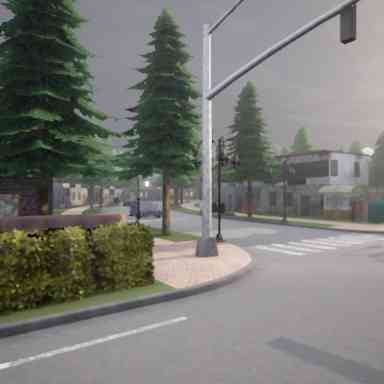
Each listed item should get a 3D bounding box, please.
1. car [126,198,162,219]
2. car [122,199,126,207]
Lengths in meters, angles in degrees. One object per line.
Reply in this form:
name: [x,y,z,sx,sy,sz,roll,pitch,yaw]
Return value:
car: [-4.335,1.508,30.750,2.097,1.767,4.553,0,0,-23]
car: [-10.187,1.702,54.795,2.033,1.411,5.357,0,0,-2]
